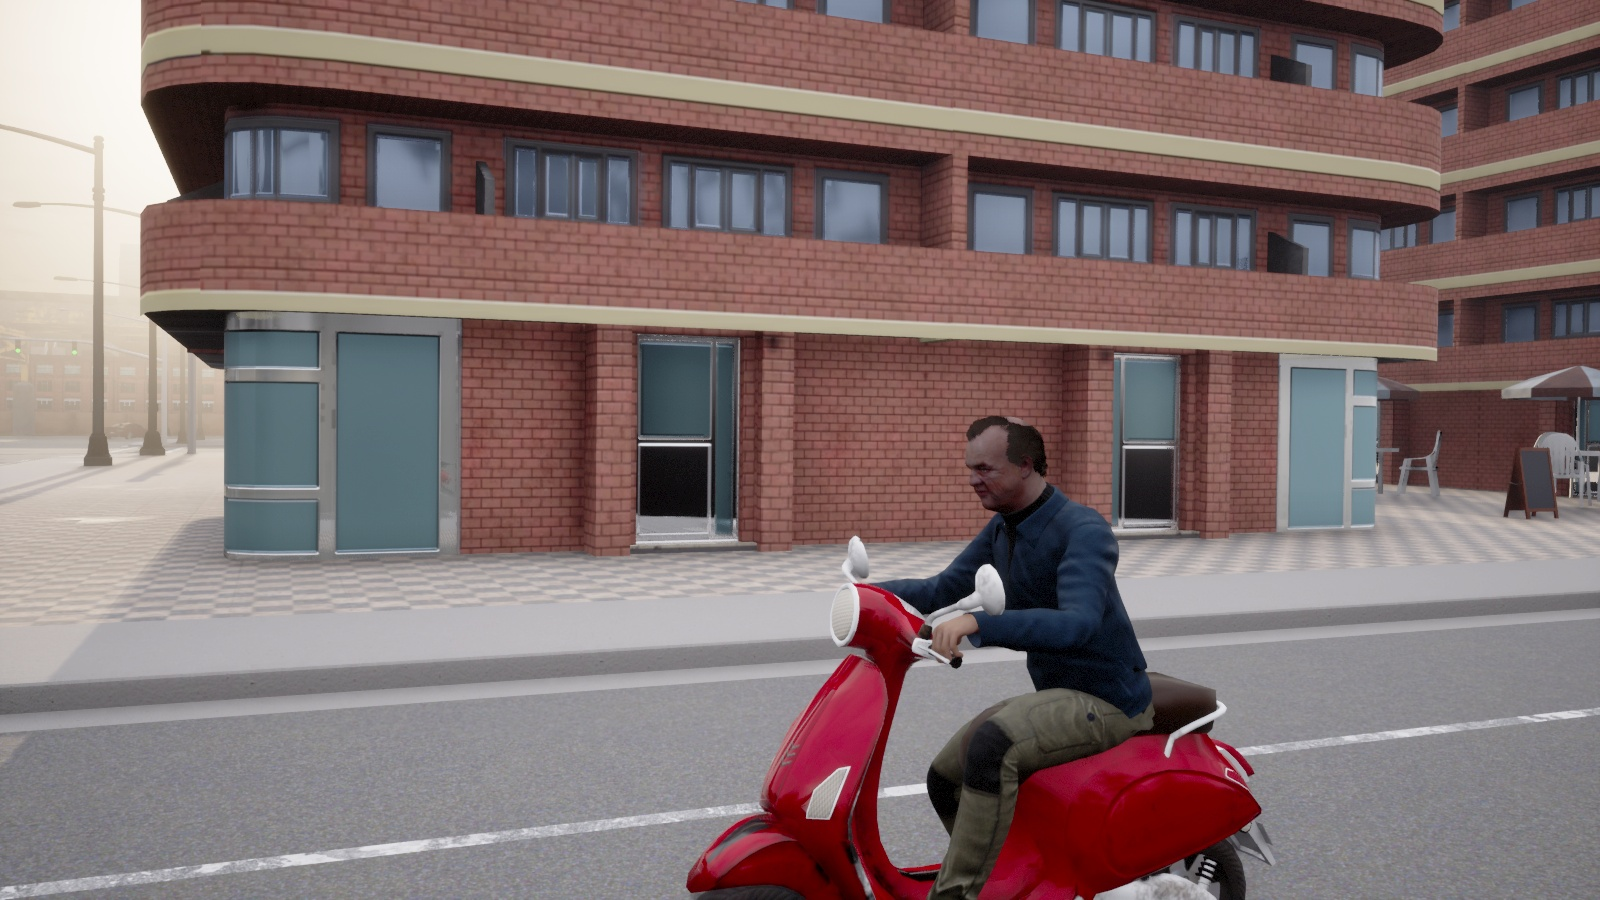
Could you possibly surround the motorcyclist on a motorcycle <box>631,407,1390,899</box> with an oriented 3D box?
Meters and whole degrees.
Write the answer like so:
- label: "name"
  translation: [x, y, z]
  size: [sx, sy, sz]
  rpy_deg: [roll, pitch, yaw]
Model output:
- label: "motorcyclist on a motorcycle"
  translation: [0.546, 0.691, 3.382]
  size: [1.817, 1.590, 0.866]
  rpy_deg: [-1, 1, -21]
